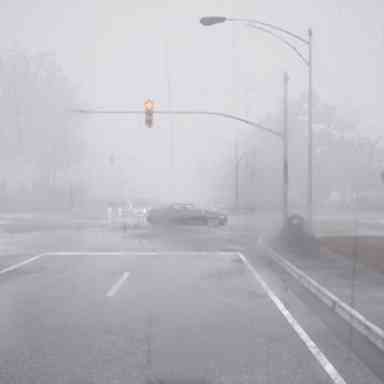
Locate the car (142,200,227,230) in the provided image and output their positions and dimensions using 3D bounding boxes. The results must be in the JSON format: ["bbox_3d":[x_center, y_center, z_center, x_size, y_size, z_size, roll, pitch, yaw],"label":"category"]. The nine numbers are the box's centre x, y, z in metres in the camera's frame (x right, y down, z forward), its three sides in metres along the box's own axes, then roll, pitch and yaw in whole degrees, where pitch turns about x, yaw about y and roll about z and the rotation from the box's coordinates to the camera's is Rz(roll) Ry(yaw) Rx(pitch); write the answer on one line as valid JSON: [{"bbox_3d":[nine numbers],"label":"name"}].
[{"bbox_3d":[-0.324,1.448,20.090,4.902,1.511,2.128,0,0,-3],"label":"car"}]

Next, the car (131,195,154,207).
[{"bbox_3d":[-7.203,1.438,48.356,1.994,1.385,4.181,0,0,0],"label":"car"}]

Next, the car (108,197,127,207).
[{"bbox_3d":[-10.706,1.402,47.807,1.812,1.442,4.674,0,0,0],"label":"car"}]

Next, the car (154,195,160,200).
[{"bbox_3d":[-7.306,1.336,64.619,2.033,1.411,5.357,0,0,-1],"label":"car"}]
